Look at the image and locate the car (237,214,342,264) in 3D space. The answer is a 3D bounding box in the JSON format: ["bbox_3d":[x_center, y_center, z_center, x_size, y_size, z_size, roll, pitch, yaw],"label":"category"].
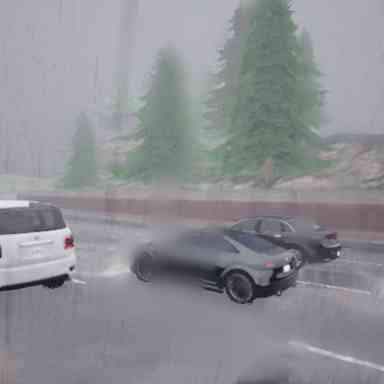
[{"bbox_3d":[2.345,1.520,11.148,4.892,1.490,1.837,0,0,38],"label":"car"}]

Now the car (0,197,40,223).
[{"bbox_3d":[-13.820,1.303,26.079,2.097,1.767,4.553,0,0,-43],"label":"car"}]

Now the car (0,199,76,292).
[{"bbox_3d":[-5.044,1.205,8.071,5.566,2.045,2.150,0,0,39],"label":"car"}]

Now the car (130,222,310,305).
[{"bbox_3d":[0.412,1.570,8.230,4.181,1.385,1.994,0,0,38],"label":"car"}]
